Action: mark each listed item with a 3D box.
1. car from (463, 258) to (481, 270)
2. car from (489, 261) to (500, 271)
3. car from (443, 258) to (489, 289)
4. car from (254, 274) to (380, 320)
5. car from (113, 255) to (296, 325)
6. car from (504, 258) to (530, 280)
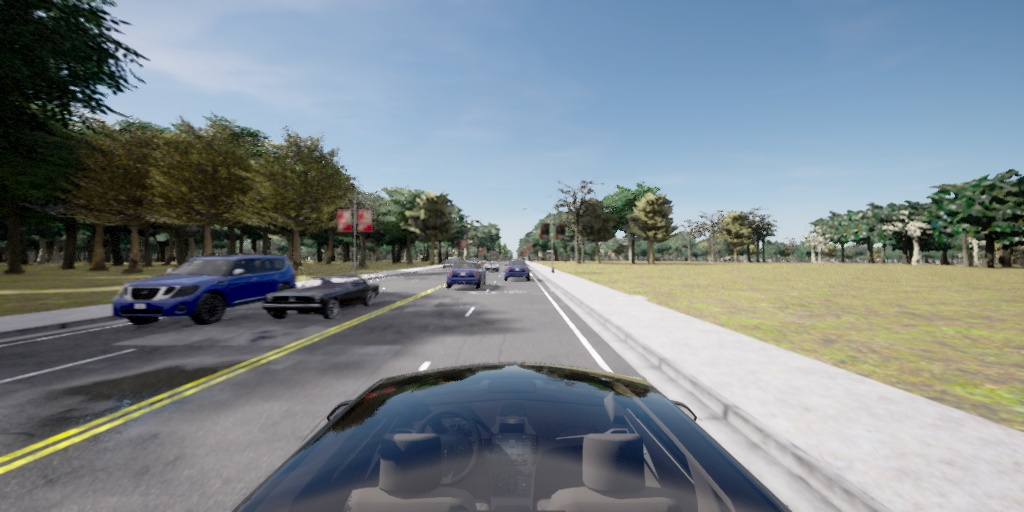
[{"bbox_3d":[-5.935,1.118,53.940,2.097,1.767,4.553,0,0,1],"label":"car"},{"bbox_3d":[-2.594,1.364,47.742,1.895,1.301,4.718,0,0,1],"label":"car"},{"bbox_3d":[-2.894,1.105,23.528,2.097,1.767,4.553,0,0,1],"label":"car"},{"bbox_3d":[-6.478,1.351,12.801,1.895,1.301,4.718,0,0,1],"label":"car"},{"bbox_3d":[-9.737,0.970,12.180,2.150,2.045,5.566,0,0,1],"label":"car"},{"bbox_3d":[0.447,1.108,30.913,2.097,1.767,4.553,0,0,1],"label":"car"}]
